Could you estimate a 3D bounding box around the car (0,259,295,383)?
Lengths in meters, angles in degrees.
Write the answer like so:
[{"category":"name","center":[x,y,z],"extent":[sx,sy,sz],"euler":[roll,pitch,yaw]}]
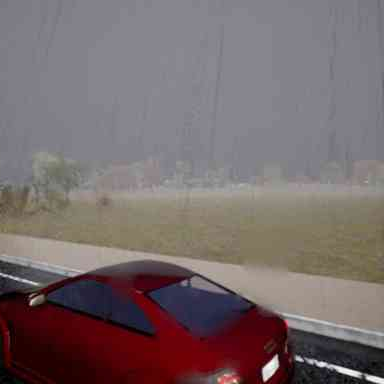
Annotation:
[{"category":"car","center":[-0.916,1.592,4.206],"extent":[4.181,1.385,1.994],"euler":[-1,0,35]}]
